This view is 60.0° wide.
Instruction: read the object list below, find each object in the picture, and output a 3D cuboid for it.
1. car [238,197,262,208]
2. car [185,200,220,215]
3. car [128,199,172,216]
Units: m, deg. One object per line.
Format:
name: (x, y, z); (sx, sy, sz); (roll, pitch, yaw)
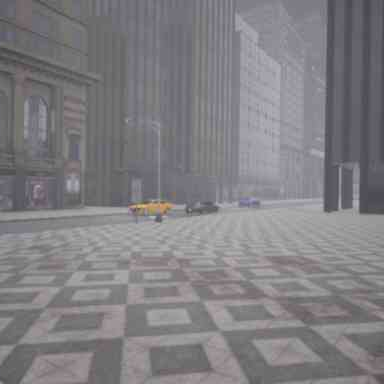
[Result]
car: (8.710, 1.519, 49.793); (1.882, 1.535, 5.008); (1, 0, 36)
car: (1.123, 1.557, 33.977); (1.812, 1.442, 4.674); (1, 1, 35)
car: (-3.947, 1.435, 32.205); (1.882, 1.535, 5.008); (1, 1, 36)
